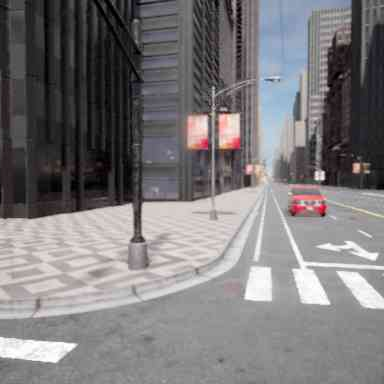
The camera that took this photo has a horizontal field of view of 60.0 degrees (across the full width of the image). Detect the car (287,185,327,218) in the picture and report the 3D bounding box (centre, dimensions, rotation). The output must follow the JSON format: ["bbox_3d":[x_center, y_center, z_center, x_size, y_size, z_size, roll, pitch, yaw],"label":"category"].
[{"bbox_3d":[7.912,0.579,23.288,2.150,2.045,5.566,0,2,13],"label":"car"}]
